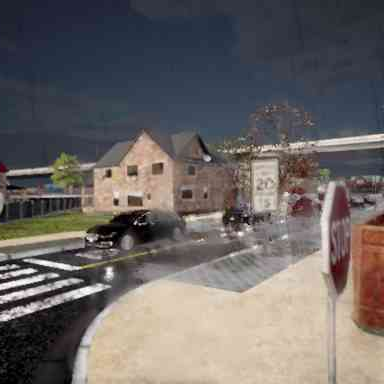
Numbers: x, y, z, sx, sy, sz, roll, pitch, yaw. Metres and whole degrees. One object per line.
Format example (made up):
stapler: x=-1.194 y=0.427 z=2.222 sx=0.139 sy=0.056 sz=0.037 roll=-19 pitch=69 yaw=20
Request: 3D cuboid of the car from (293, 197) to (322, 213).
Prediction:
car: x=11.717 y=1.279 z=33.514 sx=1.812 sy=1.442 sz=4.674 roll=-1 pitch=0 yaw=36

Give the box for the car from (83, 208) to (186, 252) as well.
car: x=-2.226 y=1.495 z=14.041 sx=1.837 sy=1.490 sz=4.892 roll=-1 pitch=0 yaw=37

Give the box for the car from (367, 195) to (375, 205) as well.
car: x=23.931 y=1.079 z=45.782 sx=2.033 sy=1.411 sz=5.357 roll=-1 pitch=0 yaw=35

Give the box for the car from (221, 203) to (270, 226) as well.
car: x=3.639 y=1.457 z=22.201 sx=1.994 sy=1.385 sz=4.181 roll=-1 pitch=0 yaw=35

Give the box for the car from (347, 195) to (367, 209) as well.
car: x=18.033 y=1.165 z=37.423 sx=1.812 sy=1.442 sz=4.674 roll=-1 pitch=0 yaw=36
